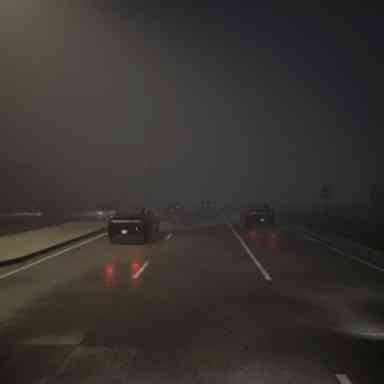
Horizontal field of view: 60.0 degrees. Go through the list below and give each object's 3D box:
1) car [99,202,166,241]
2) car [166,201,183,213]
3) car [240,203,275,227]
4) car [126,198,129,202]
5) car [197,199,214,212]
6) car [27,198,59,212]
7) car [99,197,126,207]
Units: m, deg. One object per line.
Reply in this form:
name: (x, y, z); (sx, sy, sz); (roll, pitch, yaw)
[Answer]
car: (-2.809, 1.492, 16.700); (2.128, 1.511, 4.902); (0, 0, 2)
car: (-1.991, 1.618, 36.861); (1.895, 1.301, 4.718); (0, 0, 2)
car: (4.444, 1.523, 22.925); (2.128, 1.511, 4.902); (0, 0, 2)
car: (-12.648, 1.559, 59.909); (1.994, 1.385, 4.181); (0, 0, 3)
car: (1.612, 1.580, 39.195); (2.033, 1.411, 5.357); (0, 0, 2)
car: (-17.134, 1.453, 38.427); (2.128, 1.511, 4.902); (0, 0, 2)
car: (-10.011, 1.591, 41.261); (1.895, 1.301, 4.718); (0, 0, 2)
